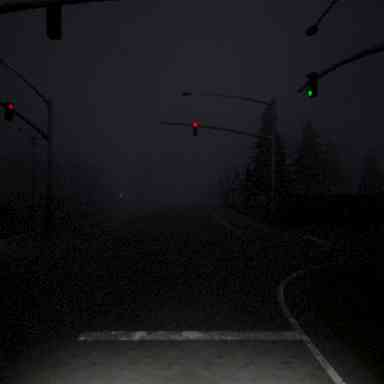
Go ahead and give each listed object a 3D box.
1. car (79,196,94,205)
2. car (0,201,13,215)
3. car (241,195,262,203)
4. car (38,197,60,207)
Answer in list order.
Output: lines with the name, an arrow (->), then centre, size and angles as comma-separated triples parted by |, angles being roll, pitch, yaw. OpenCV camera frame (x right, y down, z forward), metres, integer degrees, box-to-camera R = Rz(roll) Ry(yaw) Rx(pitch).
car -> -17.536, 1.463, 55.347 | 1.845, 1.501, 3.633 | 0, 0, 0
car -> -17.744, 1.388, 29.314 | 2.007, 1.523, 4.514 | 0, 0, 0
car -> 12.910, 1.453, 72.475 | 4.553, 1.767, 2.097 | 0, 0, 0
car -> -20.578, 1.462, 47.952 | 1.970, 1.475, 3.806 | 0, 0, 0
